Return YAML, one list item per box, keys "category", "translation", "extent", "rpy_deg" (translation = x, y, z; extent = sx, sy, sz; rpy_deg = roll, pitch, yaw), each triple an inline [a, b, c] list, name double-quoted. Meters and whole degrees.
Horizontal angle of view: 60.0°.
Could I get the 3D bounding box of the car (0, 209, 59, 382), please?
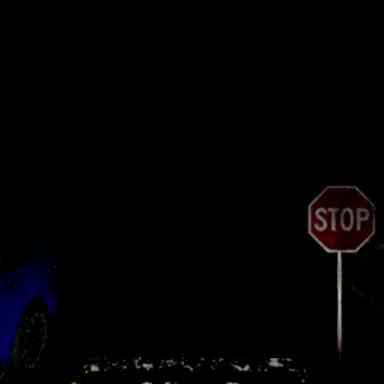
- category: "car"
  translation: [-2.974, 1.232, 2.549]
  extent: [2.150, 2.045, 5.566]
  rpy_deg: [0, 0, 0]
